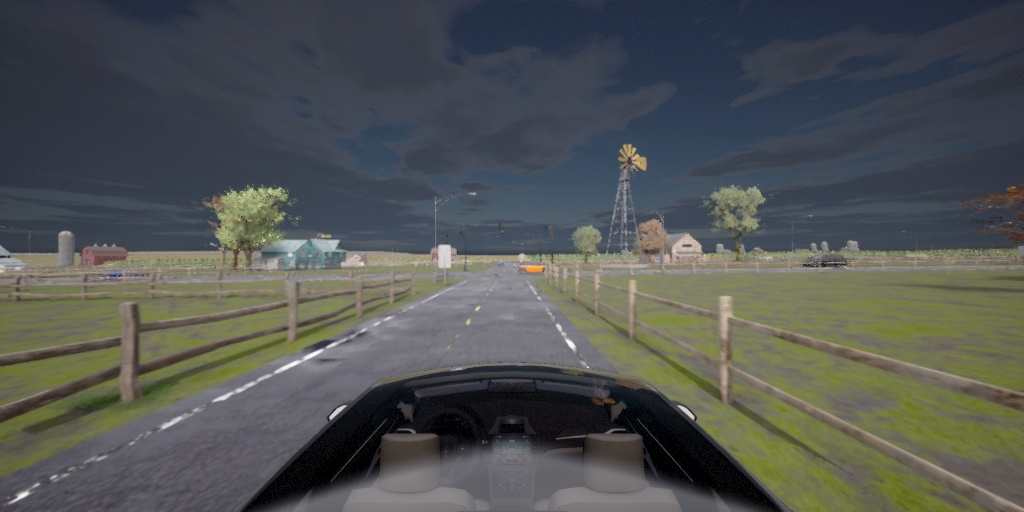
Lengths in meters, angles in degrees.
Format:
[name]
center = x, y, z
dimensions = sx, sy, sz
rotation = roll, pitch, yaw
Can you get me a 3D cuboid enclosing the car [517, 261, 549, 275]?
[car]
center = 2.976, 1.473, 46.628
dimensions = 4.553, 1.767, 2.097
rotation = -1, 1, 0
